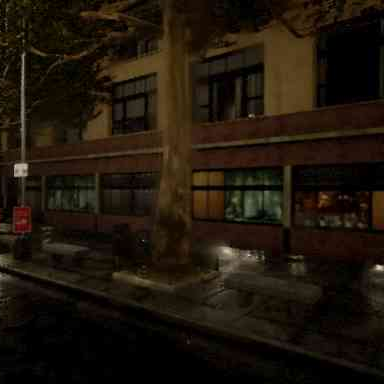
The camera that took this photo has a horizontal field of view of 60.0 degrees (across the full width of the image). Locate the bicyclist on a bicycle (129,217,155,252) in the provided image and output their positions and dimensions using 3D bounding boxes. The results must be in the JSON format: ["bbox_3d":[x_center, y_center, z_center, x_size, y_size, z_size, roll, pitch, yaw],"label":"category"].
[{"bbox_3d":[-0.887,1.175,9.270,0.582,1.620,1.656,30,-11,39],"label":"bicyclist on a bicycle"}]

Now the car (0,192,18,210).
[{"bbox_3d":[-20.535,0.995,35.415,2.150,2.045,5.566,0,0,35],"label":"car"}]
